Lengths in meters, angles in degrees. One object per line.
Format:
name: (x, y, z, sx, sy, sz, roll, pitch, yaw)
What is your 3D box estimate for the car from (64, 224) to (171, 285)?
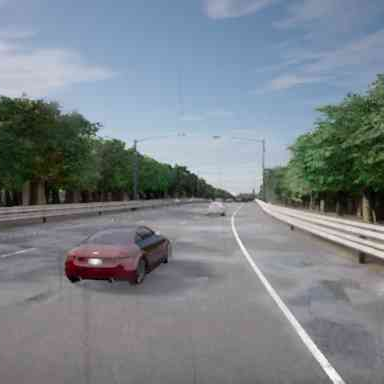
car: (-1.957, 1.653, 9.906, 1.994, 1.385, 4.181, 0, -1, 10)

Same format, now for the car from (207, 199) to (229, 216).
car: (2.816, 1.875, 37.316, 1.812, 1.442, 4.674, 0, -1, 10)
